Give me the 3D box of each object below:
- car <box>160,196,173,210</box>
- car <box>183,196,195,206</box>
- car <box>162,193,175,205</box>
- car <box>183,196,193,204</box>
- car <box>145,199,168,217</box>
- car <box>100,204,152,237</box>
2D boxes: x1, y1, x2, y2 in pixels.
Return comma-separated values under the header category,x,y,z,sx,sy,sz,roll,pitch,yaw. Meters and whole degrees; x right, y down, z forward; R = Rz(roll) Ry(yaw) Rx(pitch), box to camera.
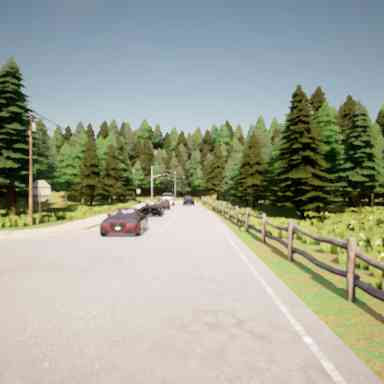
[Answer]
category,x,y,z,sx,sy,sz,roll,pitch,yaw
car,-3.750,1.555,41.787,1.994,1.385,4.181,0,0,-2
car,-0.544,1.513,55.979,1.812,1.442,4.674,0,0,-1
car,-4.067,1.206,54.792,2.150,2.045,5.566,0,0,-1
car,-0.810,1.489,66.277,1.837,1.490,4.892,0,0,-1
car,-3.584,1.590,30.651,1.895,1.301,4.718,0,0,0
car,-3.568,1.561,17.990,1.994,1.385,4.181,0,0,0
